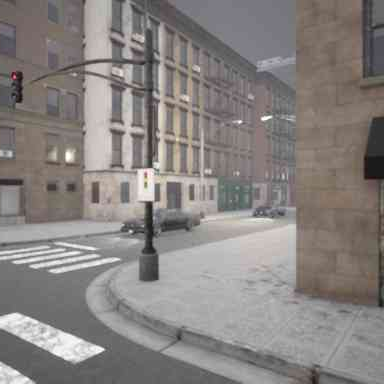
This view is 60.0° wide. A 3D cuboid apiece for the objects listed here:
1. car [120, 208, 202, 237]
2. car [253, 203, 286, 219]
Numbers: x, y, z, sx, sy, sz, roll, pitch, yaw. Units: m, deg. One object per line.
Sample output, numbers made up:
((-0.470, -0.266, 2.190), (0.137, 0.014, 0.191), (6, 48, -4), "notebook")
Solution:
((-1.552, 1.624, 18.990), (2.033, 1.411, 5.357), (0, 0, 35), "car")
((7.361, 1.721, 31.468), (1.994, 1.385, 4.181), (0, 0, 36), "car")
